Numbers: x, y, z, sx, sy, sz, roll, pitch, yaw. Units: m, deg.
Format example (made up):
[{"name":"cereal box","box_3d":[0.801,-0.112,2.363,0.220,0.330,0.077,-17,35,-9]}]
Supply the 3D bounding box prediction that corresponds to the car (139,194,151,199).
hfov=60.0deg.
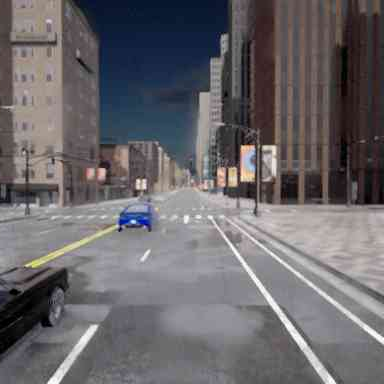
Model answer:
[{"name":"car","box_3d":[-9.780,1.314,69.624,2.097,1.767,4.553,0,0,0]}]

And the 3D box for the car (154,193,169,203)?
[{"name":"car","box_3d":[-6.530,1.184,69.565,2.150,2.045,5.566,0,0,0]}]

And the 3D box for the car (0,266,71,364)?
[{"name":"car","box_3d":[-3.152,1.595,4.034,1.895,1.301,4.718,0,0,0]}]

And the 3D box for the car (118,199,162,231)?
[{"name":"car","box_3d":[-3.159,1.451,20.386,1.882,1.535,5.008,0,0,0]}]
